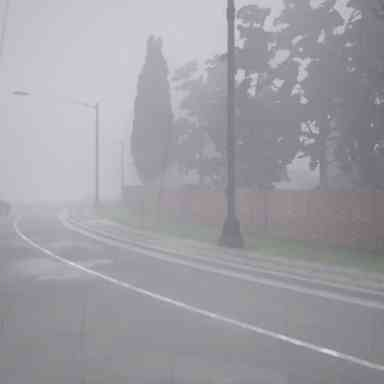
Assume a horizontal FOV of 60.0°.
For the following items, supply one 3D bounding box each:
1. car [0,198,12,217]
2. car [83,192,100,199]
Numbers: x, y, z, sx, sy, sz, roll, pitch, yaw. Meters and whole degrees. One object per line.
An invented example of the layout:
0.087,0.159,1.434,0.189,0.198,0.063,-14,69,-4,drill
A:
-14.266,1.074,23.537,2.033,1.411,5.357,0,1,-17,car
-19.130,0.647,63.323,1.812,1.442,4.674,0,-1,5,car
